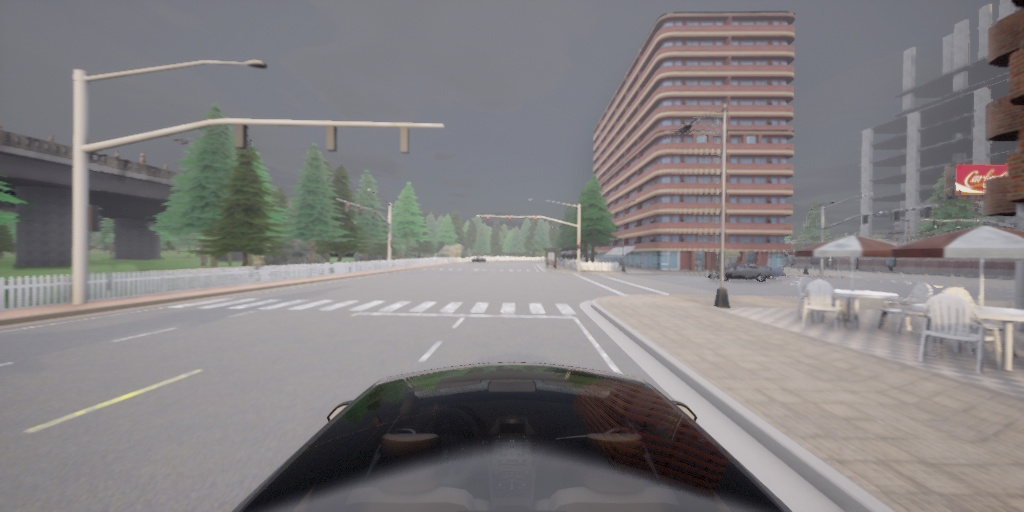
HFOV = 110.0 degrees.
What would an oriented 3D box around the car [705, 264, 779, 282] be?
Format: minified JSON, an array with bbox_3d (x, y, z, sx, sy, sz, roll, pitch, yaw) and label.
[{"bbox_3d":[18.705,1.372,29.738,4.902,1.511,2.128,1,0,2],"label":"car"}]

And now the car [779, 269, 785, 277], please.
[{"bbox_3d":[21.990,1.450,33.115,5.357,1.411,2.033,1,0,2],"label":"car"}]
